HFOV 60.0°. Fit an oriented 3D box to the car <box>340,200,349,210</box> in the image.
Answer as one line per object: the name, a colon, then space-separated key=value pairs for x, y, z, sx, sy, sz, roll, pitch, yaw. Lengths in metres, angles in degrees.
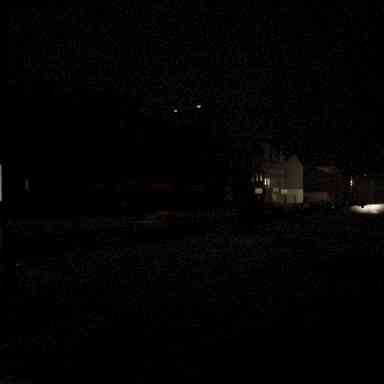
car: x=21.432 y=1.950 z=49.475 sx=2.008 sy=1.369 sz=4.403 roll=-1 pitch=-1 yaw=35

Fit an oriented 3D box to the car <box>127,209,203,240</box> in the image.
car: x=-1.227 y=1.597 z=17.476 sx=1.752 sy=1.417 sz=4.829 roll=-1 pitch=-1 yaw=35

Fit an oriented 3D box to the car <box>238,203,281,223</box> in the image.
car: x=5.177 y=1.713 z=26.519 sx=1.947 sy=1.339 sz=4.313 roll=-1 pitch=-1 yaw=35

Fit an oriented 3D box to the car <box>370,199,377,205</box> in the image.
car: x=44.188 y=2.458 z=81.610 sx=2.008 sy=1.369 sz=4.403 roll=-2 pitch=-2 yaw=35

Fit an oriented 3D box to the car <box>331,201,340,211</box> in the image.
car: x=18.180 y=1.782 z=44.885 sx=1.967 sy=1.590 sz=4.097 roll=-1 pitch=-1 yaw=35

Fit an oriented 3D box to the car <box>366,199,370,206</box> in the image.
car: x=34.436 y=2.209 z=67.838 sx=1.887 sy=1.381 sz=4.507 roll=-1 pitch=-2 yaw=35

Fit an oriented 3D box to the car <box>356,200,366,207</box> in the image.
car: x=31.186 y=2.144 z=63.248 sx=2.008 sy=1.369 sz=4.403 roll=-1 pitch=-1 yaw=35

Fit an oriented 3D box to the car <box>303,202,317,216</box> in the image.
car: x=11.679 y=1.819 z=35.701 sx=1.802 sy=1.307 sz=4.206 roll=-1 pitch=-1 yaw=35

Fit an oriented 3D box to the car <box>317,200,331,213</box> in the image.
car: x=14.930 y=1.832 z=40.292 sx=1.887 sy=1.381 sz=4.507 roll=-1 pitch=-1 yaw=35

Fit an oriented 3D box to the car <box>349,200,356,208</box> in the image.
car: x=24.683 y=2.011 z=54.066 sx=2.008 sy=1.369 sz=4.403 roll=-1 pitch=-1 yaw=35

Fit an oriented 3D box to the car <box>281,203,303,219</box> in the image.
car: x=8.428 y=1.741 z=31.110 sx=2.008 sy=1.369 sz=4.403 roll=-1 pitch=-1 yaw=35
